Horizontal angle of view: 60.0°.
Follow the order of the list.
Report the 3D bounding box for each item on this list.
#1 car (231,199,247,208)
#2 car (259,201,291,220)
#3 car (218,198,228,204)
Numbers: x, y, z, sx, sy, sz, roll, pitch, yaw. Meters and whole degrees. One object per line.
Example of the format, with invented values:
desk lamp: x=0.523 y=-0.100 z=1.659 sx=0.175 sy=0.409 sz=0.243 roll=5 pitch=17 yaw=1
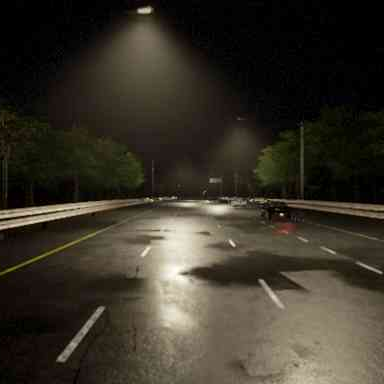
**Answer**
car: x=7.142 y=1.788 z=51.331 sx=1.895 sy=1.301 sz=4.718 roll=0 pitch=-1 yaw=0
car: x=7.045 y=1.536 z=28.472 sx=1.837 sy=1.490 sz=4.892 roll=0 pitch=0 yaw=0
car: x=7.337 y=2.051 z=78.762 sx=2.128 sy=1.511 sz=4.902 roll=0 pitch=-1 yaw=1
